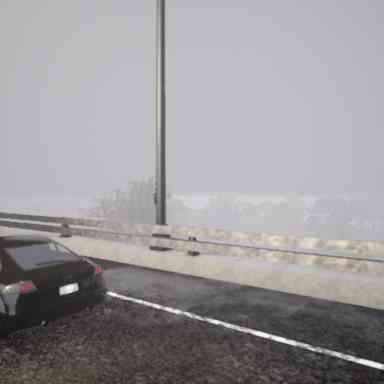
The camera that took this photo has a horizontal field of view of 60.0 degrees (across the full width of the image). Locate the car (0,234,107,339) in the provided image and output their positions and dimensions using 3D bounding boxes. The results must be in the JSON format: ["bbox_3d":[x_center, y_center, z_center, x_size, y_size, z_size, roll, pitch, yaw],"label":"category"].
[{"bbox_3d":[-3.641,1.553,6.620,4.181,1.385,1.994,0,0,36],"label":"car"}]
